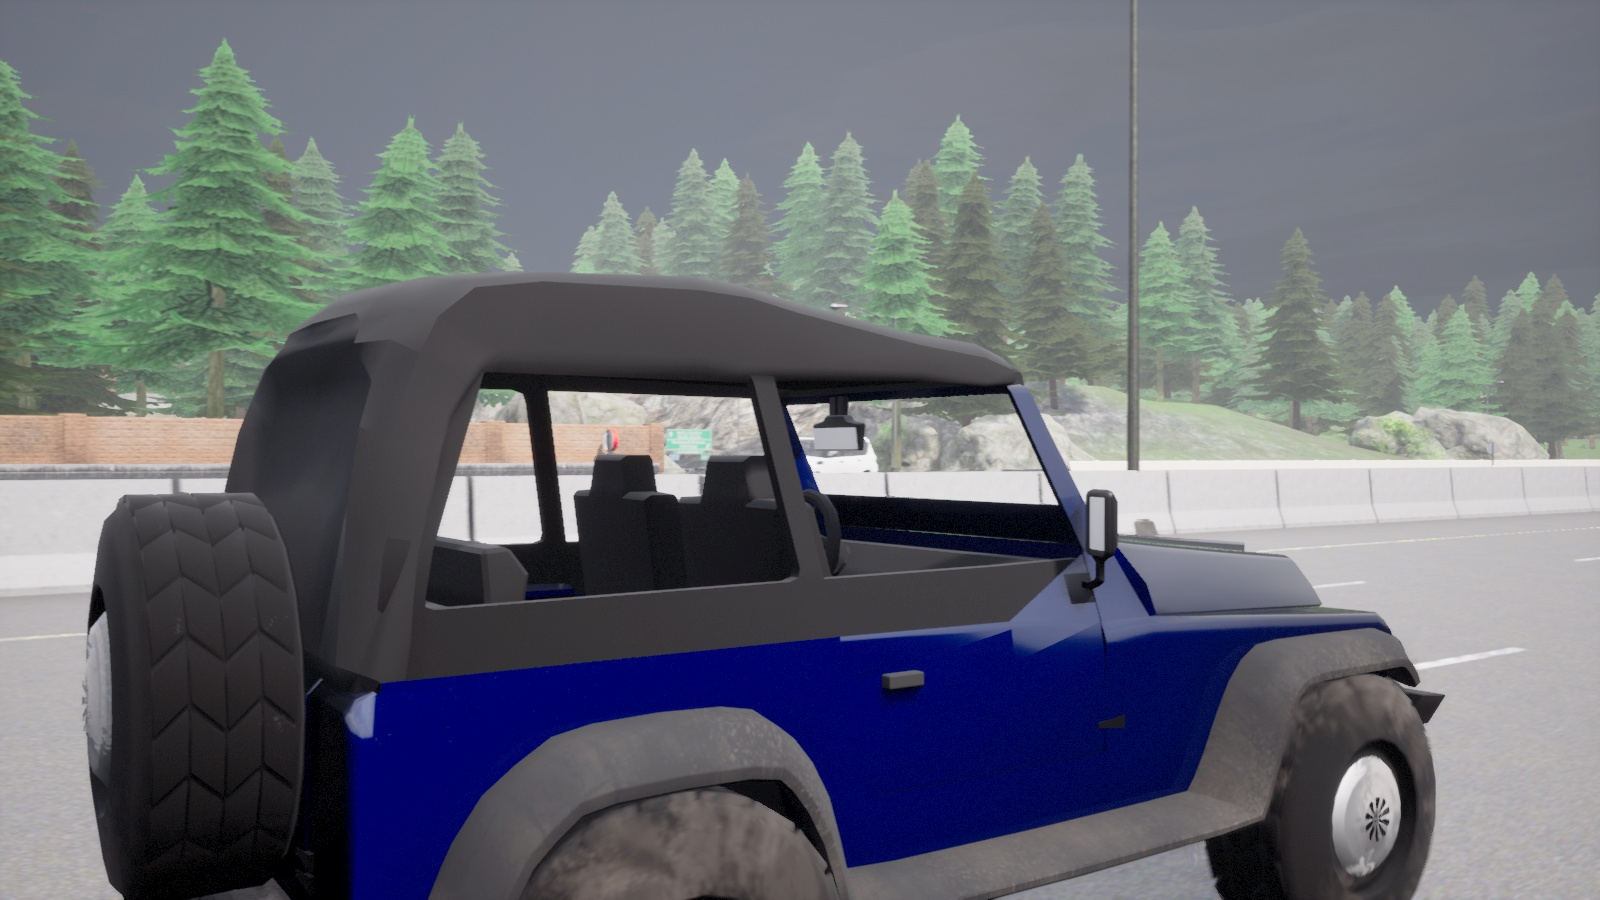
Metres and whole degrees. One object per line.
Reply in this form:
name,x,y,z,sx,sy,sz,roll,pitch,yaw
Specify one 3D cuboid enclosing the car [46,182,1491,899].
car,0.090,0.550,3.722,3.866,1.878,1.905,0,0,-35
